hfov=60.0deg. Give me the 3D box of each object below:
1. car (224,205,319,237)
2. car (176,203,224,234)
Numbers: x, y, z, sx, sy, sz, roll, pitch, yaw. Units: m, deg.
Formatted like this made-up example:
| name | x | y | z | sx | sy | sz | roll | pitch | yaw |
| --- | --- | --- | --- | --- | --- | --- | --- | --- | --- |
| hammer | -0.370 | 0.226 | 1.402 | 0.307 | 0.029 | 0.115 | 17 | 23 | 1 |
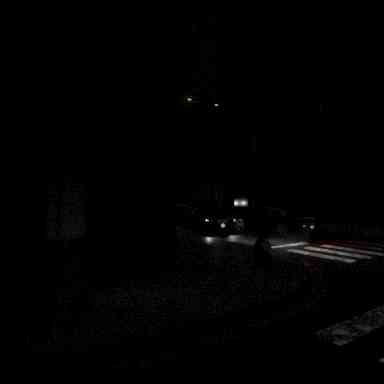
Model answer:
| name | x | y | z | sx | sy | sz | roll | pitch | yaw |
| --- | --- | --- | --- | --- | --- | --- | --- | --- | --- |
| car | 4.288 | 1.440 | 17.761 | 2.128 | 1.511 | 4.902 | 0 | 0 | -36 |
| car | 0.091 | 1.406 | 18.639 | 2.128 | 1.511 | 4.902 | 0 | 0 | -37 |
